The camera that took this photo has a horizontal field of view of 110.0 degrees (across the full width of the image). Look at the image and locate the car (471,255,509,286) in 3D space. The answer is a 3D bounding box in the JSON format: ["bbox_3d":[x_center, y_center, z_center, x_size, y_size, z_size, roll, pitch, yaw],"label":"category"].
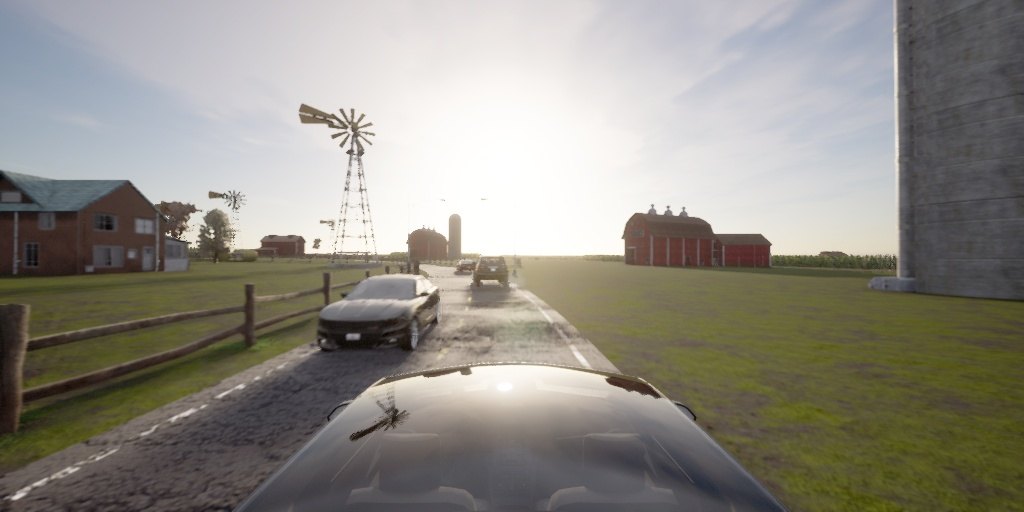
[{"bbox_3d":[-1.551,0.962,25.143,2.150,2.045,5.566,0,0,-8],"label":"car"}]

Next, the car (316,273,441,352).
[{"bbox_3d":[-3.045,1.226,9.159,1.882,1.535,5.008,0,0,-2],"label":"car"}]

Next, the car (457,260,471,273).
[{"bbox_3d":[-5.636,1.189,43.957,1.882,1.535,5.008,0,0,-15],"label":"car"}]
